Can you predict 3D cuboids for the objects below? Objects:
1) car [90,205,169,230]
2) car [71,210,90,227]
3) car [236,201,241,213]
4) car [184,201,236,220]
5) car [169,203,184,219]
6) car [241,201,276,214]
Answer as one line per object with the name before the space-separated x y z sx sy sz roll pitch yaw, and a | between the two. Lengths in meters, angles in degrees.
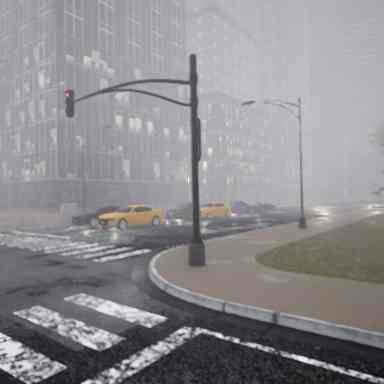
car | -4.153 1.666 22.962 1.882 1.535 5.008 -2 -1 37
car | -6.618 1.741 25.090 1.882 1.535 5.008 -2 -1 37
car | 5.454 1.810 41.024 1.812 1.442 4.674 -2 -1 37
car | 1.767 1.677 30.785 1.882 1.535 5.008 -2 -1 37
car | -0.590 1.800 33.053 1.812 1.442 4.674 -2 -1 37
car | 8.023 1.810 39.039 1.895 1.301 4.718 -2 -1 37
